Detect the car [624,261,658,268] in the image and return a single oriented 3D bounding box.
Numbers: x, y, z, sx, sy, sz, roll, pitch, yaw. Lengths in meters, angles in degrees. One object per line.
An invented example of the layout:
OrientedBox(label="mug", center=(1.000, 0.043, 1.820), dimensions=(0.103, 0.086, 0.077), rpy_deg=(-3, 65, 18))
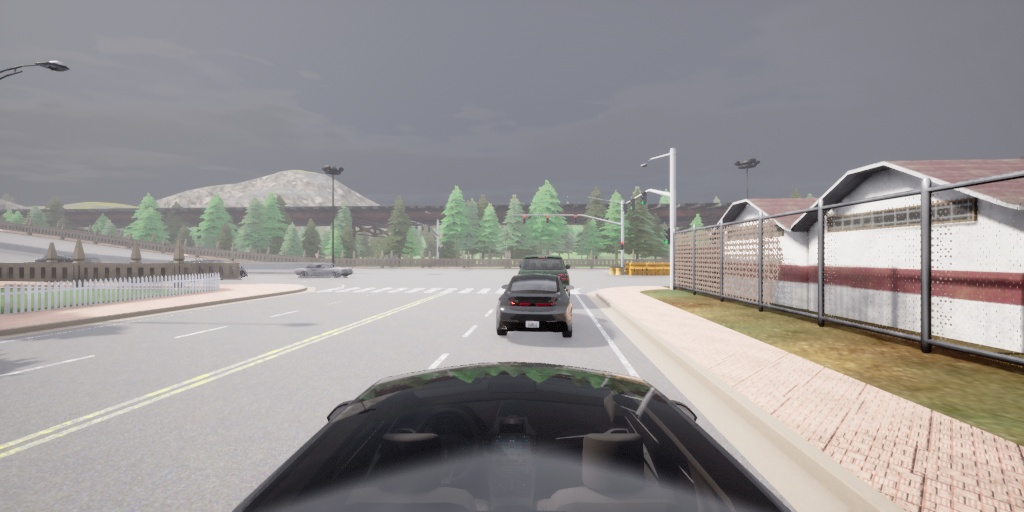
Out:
OrientedBox(label="car", center=(15.786, 1.351, 41.499), dimensions=(4.718, 1.301, 1.895), rpy_deg=(0, 0, 4))

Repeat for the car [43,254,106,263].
OrientedBox(label="car", center=(-36.744, 0.876, 30.941), dimensions=(4.553, 1.767, 2.097), rpy_deg=(2, 0, 4))

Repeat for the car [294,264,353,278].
OrientedBox(label="car", center=(-17.266, 1.351, 33.076), dimensions=(4.718, 1.301, 1.895), rpy_deg=(0, 0, 4))

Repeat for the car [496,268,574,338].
OrientedBox(label="car", center=(0.706, 1.255, 10.289), dimensions=(1.837, 1.490, 4.892), rpy_deg=(0, 0, 6))

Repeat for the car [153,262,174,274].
OrientedBox(label="car", center=(-31.368, 1.236, 34.062), dimensions=(5.357, 1.411, 2.033), rpy_deg=(1, 0, 4))

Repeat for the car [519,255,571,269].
OrientedBox(label="car", center=(1.467, 0.971, 16.300), dimensions=(2.150, 2.045, 5.566), rpy_deg=(0, 0, 7))

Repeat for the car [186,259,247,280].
OrientedBox(label="car", center=(-24.937, 1.094, 30.102), dimensions=(4.553, 1.767, 2.097), rpy_deg=(0, 0, 4))

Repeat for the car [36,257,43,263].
OrientedBox(label="car", center=(-43.365, 0.630, 34.945), dimensions=(4.892, 1.490, 1.837), rpy_deg=(4, 0, 4))
